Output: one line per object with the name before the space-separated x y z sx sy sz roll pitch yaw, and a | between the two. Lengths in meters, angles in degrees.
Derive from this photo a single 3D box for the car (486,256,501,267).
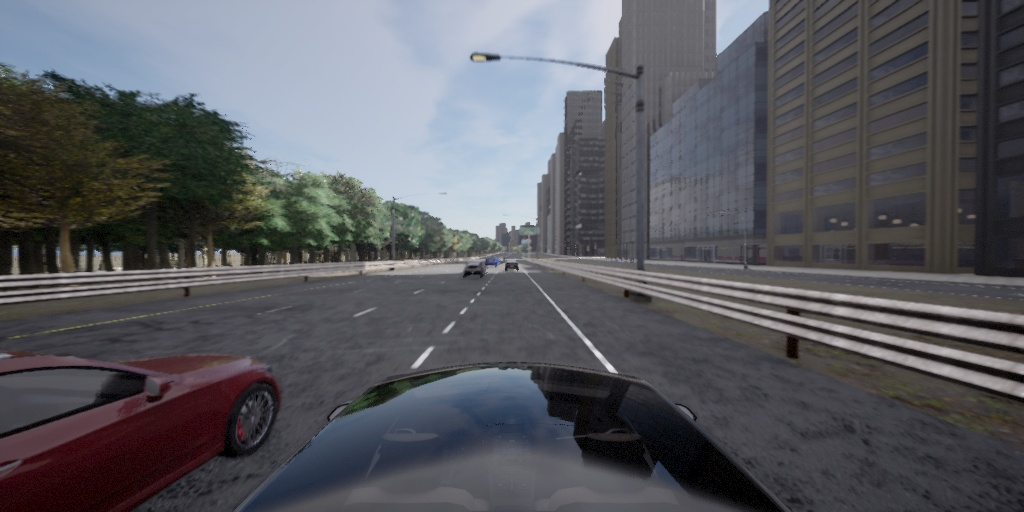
car | -3.693 1.027 65.038 2.150 2.045 5.566 0 0 0

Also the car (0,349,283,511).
car | -3.499 1.277 2.090 1.812 1.442 4.674 0 0 0

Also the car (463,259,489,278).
car | -3.551 1.282 34.530 1.837 1.490 4.892 0 0 0

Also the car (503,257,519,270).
car | -0.025 1.273 53.400 1.882 1.535 5.008 0 0 0
